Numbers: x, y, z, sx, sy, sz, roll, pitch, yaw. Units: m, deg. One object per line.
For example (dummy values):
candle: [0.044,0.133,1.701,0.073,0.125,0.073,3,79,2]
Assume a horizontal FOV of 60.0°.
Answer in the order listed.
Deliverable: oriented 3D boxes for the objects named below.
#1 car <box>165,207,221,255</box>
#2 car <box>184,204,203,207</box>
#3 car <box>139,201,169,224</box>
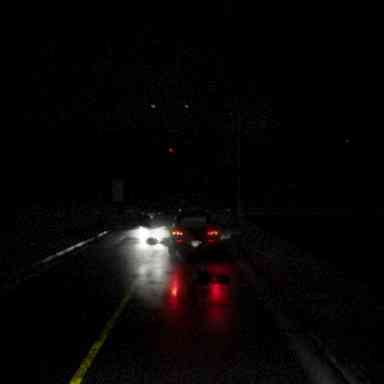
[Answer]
car: [0.097,1.513,13.176,1.812,1.442,4.674,0,0,0]
car: [0.108,1.548,23.074,2.033,1.411,5.357,0,0,-2]
car: [-2.758,1.444,25.074,2.128,1.511,4.902,0,0,0]
